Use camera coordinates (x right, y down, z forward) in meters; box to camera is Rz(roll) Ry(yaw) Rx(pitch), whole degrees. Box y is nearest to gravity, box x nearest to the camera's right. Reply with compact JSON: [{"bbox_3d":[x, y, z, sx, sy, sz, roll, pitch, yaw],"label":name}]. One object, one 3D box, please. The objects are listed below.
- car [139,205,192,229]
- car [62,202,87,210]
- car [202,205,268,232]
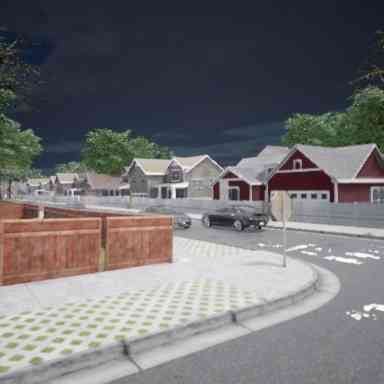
[{"bbox_3d":[-1.891,1.659,22.107,1.837,1.490,4.892,-1,0,-36],"label":"car"},{"bbox_3d":[-13.655,1.820,38.541,1.994,1.385,4.181,-1,1,-35],"label":"car"},{"bbox_3d":[2.570,1.576,21.013,1.837,1.490,4.892,-1,0,-36],"label":"car"}]
